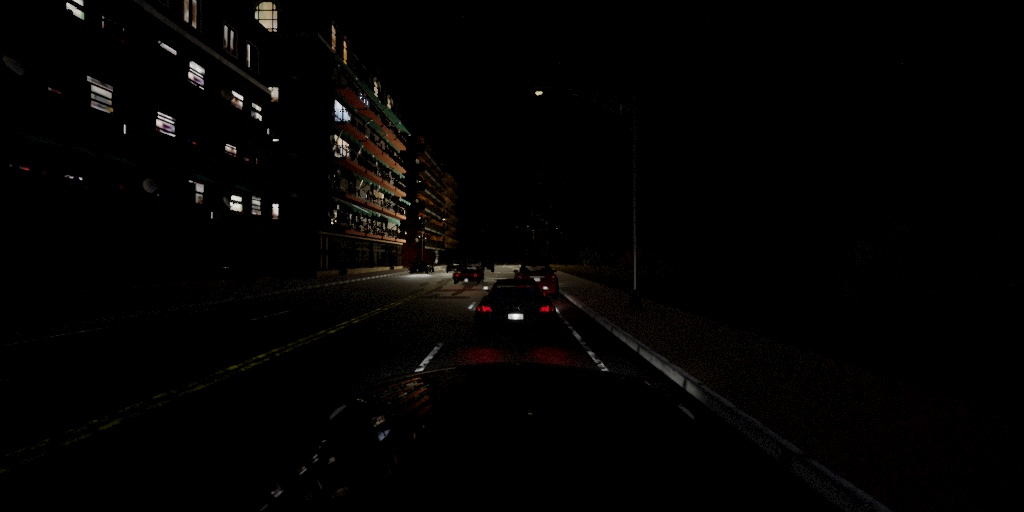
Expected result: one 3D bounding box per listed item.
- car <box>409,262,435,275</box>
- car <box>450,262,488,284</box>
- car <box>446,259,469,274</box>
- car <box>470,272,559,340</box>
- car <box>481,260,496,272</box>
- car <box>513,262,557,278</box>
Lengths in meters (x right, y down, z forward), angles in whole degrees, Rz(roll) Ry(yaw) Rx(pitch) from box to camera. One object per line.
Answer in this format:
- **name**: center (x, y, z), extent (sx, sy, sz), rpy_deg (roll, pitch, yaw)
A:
- **car**: center (-9.826, 1.316, 39.330), extent (1.994, 1.385, 4.181), rpy_deg (0, 0, 0)
- **car**: center (-3.134, 1.353, 26.861), extent (1.895, 1.301, 4.718), rpy_deg (0, 0, 0)
- **car**: center (-6.573, 1.256, 42.329), extent (1.837, 1.490, 4.892), rpy_deg (0, 0, 0)
- **car**: center (0.100, 1.315, 9.976), extent (1.994, 1.385, 4.181), rpy_deg (0, 0, 0)
- **car**: center (-3.121, 1.251, 44.521), extent (1.837, 1.490, 4.892), rpy_deg (0, -2, 0)
- **car**: center (1.148, 1.103, 18.556), extent (2.097, 1.767, 4.553), rpy_deg (0, 0, 0)
